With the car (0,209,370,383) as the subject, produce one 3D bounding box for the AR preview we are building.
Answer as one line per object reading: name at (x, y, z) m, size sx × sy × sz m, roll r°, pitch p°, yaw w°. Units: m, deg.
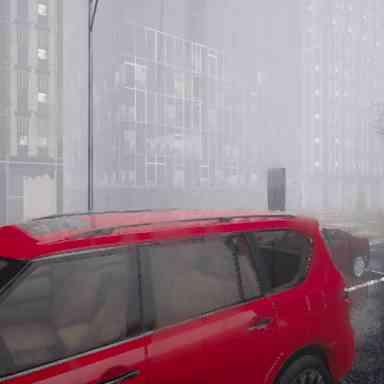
car at (-0.927, 1.221, 2.716) m, size 5.566 × 2.045 × 2.150 m, roll 0°, pitch 0°, yaw -35°
